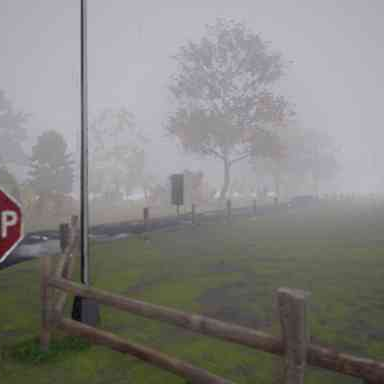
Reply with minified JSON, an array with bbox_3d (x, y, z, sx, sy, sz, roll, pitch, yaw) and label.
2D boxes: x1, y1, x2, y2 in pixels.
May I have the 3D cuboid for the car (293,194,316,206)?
[{"bbox_3d":[13.909,0.919,40.711,1.994,1.385,4.181,0,1,37],"label":"car"}]
